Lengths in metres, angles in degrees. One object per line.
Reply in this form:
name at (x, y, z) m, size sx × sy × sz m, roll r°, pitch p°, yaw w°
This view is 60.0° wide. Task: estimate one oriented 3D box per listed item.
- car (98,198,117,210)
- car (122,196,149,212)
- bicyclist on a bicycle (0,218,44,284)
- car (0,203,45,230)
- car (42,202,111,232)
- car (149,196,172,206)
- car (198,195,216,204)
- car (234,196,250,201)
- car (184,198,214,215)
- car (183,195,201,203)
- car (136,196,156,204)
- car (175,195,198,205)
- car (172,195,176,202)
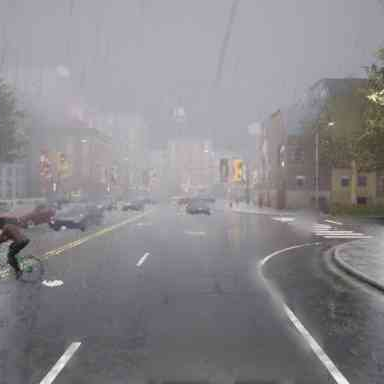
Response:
car at (-10.131, 1.491, 39.164) m, size 2.128 × 1.511 × 4.902 m, roll 0°, pitch 0°, yaw 1°
car at (-6.677, 1.547, 38.413) m, size 2.033 × 1.411 × 5.357 m, roll 0°, pitch 0°, yaw 1°
bicyclist on a bicycle at (-4.446, 1.455, 8.100) m, size 1.656 × 1.620 × 0.582 m, roll -2°, pitch 0°, yaw 1°
car at (-10.378, 1.477, 21.129) m, size 1.882 × 1.535 × 5.008 m, roll 0°, pitch 0°, yaw 1°
car at (-6.886, 1.547, 20.575) m, size 2.033 × 1.411 × 5.357 m, roll 0°, pitch 0°, yaw 1°
car at (-5.319, 1.525, 56.749) m, size 1.812 × 1.442 × 4.674 m, roll 0°, pitch 0°, yaw 13°
car at (2.894, 1.352, 59.801) m, size 2.097 × 1.767 × 4.553 m, roll 0°, pitch 0°, yaw 17°
car at (12.321, 1.552, 80.992) m, size 4.181 × 1.385 × 1.994 m, roll 0°, pitch 0°, yaw -38°
car at (0.620, 1.564, 33.639) m, size 1.994 × 1.385 × 4.181 m, roll 0°, pitch 0°, yaw -6°
car at (0.000, 1.500, 71.260) m, size 1.837 × 1.490 × 4.892 m, roll 0°, pitch 0°, yaw 28°
car at (-9.162, 1.520, 67.170) m, size 2.002 × 1.452 × 4.674 m, roll 0°, pitch 0°, yaw 20°
car at (-0.926, 1.505, 59.228) m, size 1.837 × 1.490 × 4.892 m, roll 0°, pitch 0°, yaw 15°
car at (-3.396, 1.478, 72.362) m, size 1.882 × 1.535 × 5.008 m, roll 0°, pitch 0°, yaw 28°
